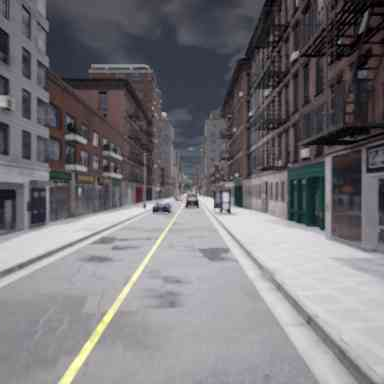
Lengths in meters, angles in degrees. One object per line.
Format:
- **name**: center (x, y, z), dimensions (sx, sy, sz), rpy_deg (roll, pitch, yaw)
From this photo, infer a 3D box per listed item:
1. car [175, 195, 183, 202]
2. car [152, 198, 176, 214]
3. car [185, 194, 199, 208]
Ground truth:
- **car**: center (-2.990, 1.516, 76.626), dimensions (1.812, 1.442, 4.674), rpy_deg (0, 0, 0)
- **car**: center (-3.089, 1.596, 35.102), dimensions (1.895, 1.301, 4.718), rpy_deg (0, 0, 0)
- **car**: center (0.060, 1.475, 48.343), dimensions (1.882, 1.535, 5.008), rpy_deg (0, 0, 0)
